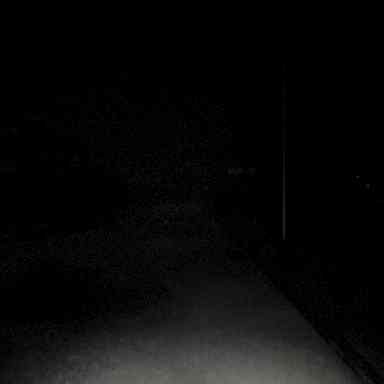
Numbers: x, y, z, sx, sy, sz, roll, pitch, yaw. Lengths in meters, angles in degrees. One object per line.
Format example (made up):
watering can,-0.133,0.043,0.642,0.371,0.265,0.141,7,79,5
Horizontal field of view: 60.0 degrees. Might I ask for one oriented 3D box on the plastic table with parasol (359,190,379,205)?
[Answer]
plastic table with parasol,32.365,0.970,60.848,2.482,2.480,2.482,0,2,-40
